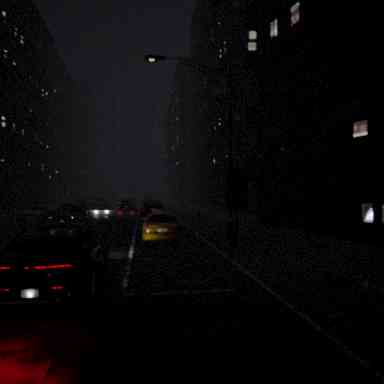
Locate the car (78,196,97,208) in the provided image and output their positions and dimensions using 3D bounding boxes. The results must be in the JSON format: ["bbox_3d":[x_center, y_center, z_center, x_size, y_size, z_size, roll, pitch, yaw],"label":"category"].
[{"bbox_3d":[-14.685,1.359,46.985,1.967,1.590,4.097,1,0,-8],"label":"car"}]

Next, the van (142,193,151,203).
[{"bbox_3d":[-8.856,1.208,64.713,1.690,1.788,3.998,1,0,-8],"label":"van"}]

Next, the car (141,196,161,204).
[{"bbox_3d":[-3.131,1.391,26.355,1.967,1.590,4.097,1,0,-8],"label":"car"}]

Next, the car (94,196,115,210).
[{"bbox_3d":[-11.308,1.505,42.483,1.994,1.385,4.181,0,0,-8],"label":"car"}]

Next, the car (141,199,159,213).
[{"bbox_3d":[-4.770,1.511,37.314,1.802,1.307,4.206,1,0,-8],"label":"car"}]

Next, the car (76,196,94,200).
[{"bbox_3d":[-13.868,1.476,41.505,1.887,1.381,4.507,1,0,-8],"label":"car"}]

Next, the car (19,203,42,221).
[{"bbox_3d":[-11.389,1.490,24.898,1.752,1.417,4.829,1,0,-8],"label":"car"}]

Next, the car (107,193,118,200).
[{"bbox_3d":[-20.410,1.142,85.344,2.192,1.841,5.009,1,0,-8],"label":"car"}]

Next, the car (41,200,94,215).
[{"bbox_3d":[-8.552,1.511,23.361,2.033,1.411,5.357,0,0,-8],"label":"car"}]

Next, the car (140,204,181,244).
[{"bbox_3d":[-1.522,1.495,15.563,1.752,1.417,4.829,1,0,-8],"label":"car"}]

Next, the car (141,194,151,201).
[{"bbox_3d":[-10.495,1.281,75.674,1.967,1.590,4.097,1,0,-8],"label":"car"}]

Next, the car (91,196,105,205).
[{"bbox_3d":[-16.323,1.438,57.945,1.887,1.381,4.507,1,0,-8],"label":"car"}]

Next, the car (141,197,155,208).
[{"bbox_3d":[-6.405,1.471,48.273,1.947,1.339,4.313,1,0,-8],"label":"car"}]

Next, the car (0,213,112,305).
[{"bbox_3d":[-3.142,1.490,8.109,1.837,1.490,4.892,0,0,-8],"label":"car"}]

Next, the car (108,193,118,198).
[{"bbox_3d":[-19.596,1.392,79.864,2.008,1.369,4.403,1,0,-8],"label":"car"}]

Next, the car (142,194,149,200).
[{"bbox_3d":[-12.133,1.358,86.634,1.887,1.381,4.507,1,0,-8],"label":"car"}]

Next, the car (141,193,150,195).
[{"bbox_3d":[-8.040,1.320,59.234,1.967,1.590,4.097,1,0,-8],"label":"car"}]

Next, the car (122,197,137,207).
[{"bbox_3d":[-9.455,1.451,50.541,2.033,1.411,5.357,0,0,-8],"label":"car"}]

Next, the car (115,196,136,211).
[{"bbox_3d":[-7.897,1.452,40.345,1.812,1.442,4.674,0,0,-8],"label":"car"}]

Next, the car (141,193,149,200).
[{"bbox_3d":[-12.947,1.114,92.113,2.192,1.841,5.009,1,0,-8],"label":"car"}]
